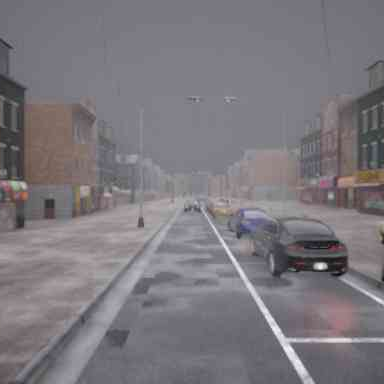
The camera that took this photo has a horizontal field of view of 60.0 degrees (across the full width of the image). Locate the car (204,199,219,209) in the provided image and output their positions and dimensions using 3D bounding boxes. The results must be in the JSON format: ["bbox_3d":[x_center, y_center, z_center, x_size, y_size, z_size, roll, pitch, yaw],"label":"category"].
[{"bbox_3d":[2.620,1.620,46.004,1.802,1.307,4.206,0,0,0],"label":"car"}]

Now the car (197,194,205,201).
[{"bbox_3d":[2.601,1.574,94.153,2.192,1.841,5.009,-1,0,0],"label":"car"}]

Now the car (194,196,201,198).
[{"bbox_3d":[0.003,1.650,49.979,1.895,1.301,4.718,0,0,0],"label":"car"}]

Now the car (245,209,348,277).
[{"bbox_3d":[3.017,1.498,10.239,1.837,1.490,4.892,0,0,0],"label":"car"}]

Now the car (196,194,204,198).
[{"bbox_3d":[2.605,1.636,83.348,1.967,1.590,4.097,-1,0,0],"label":"car"}]

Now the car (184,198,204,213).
[{"bbox_3d":[0.060,1.620,37.450,1.895,1.301,4.718,0,0,0],"label":"car"}]

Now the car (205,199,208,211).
[{"bbox_3d":[2.623,1.597,35.072,1.802,1.307,4.206,0,0,0],"label":"car"}]

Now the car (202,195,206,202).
[{"bbox_3d":[2.621,1.465,40.538,1.967,1.590,4.097,0,0,0],"label":"car"}]

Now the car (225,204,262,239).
[{"bbox_3d":[3.018,1.521,17.240,1.812,1.442,4.674,0,0,0],"label":"car"}]

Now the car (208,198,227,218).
[{"bbox_3d":[2.625,1.532,29.774,1.752,1.417,4.829,0,0,0],"label":"car"}]
